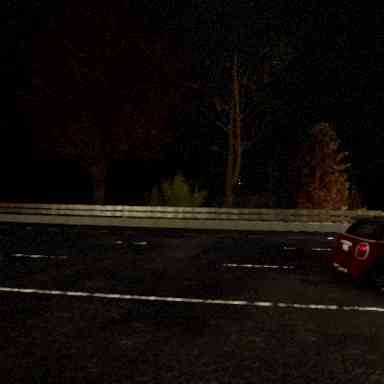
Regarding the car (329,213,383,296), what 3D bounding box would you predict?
[{"bbox_3d":[5.940,1.426,8.174,4.553,1.767,2.097,1,0,4],"label":"car"}]
